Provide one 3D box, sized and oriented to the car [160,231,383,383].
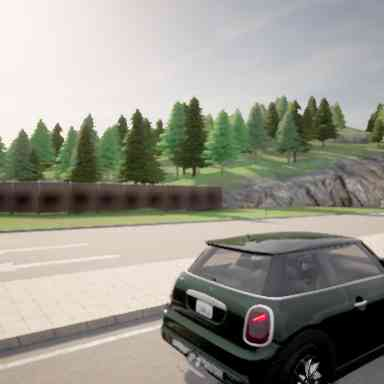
[{"bbox_3d":[1.873,1.399,5.084,4.553,1.767,2.097,1,0,-35],"label":"car"}]
